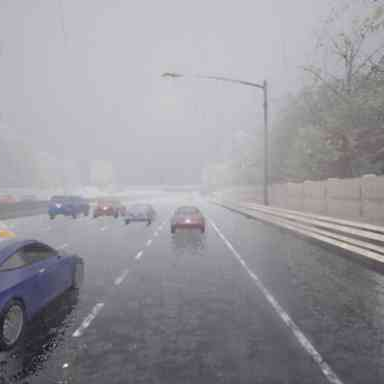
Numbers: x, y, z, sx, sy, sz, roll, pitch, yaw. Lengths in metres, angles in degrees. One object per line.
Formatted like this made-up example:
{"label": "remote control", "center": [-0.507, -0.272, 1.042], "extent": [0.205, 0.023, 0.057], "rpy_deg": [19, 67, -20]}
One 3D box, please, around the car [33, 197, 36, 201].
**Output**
{"label": "car", "center": [-25.225, 1.756, 58.077], "extent": [1.895, 1.301, 4.718], "rpy_deg": [0, 0, 0]}

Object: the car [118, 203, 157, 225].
{"label": "car", "center": [-3.701, 1.576, 24.437], "extent": [2.033, 1.411, 5.357], "rpy_deg": [0, 0, -1]}

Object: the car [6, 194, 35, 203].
{"label": "car", "center": [-28.701, 1.388, 56.794], "extent": [2.150, 2.045, 5.566], "rpy_deg": [0, 0, 0]}

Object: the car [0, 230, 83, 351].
{"label": "car", "center": [-3.481, 1.541, 6.066], "extent": [1.812, 1.442, 4.674], "rpy_deg": [0, 0, -1]}

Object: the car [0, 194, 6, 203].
{"label": "car", "center": [-32.193, 1.394, 56.240], "extent": [2.150, 2.045, 5.566], "rpy_deg": [0, 0, 0]}

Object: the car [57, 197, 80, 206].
{"label": "car", "center": [-21.736, 1.638, 58.688], "extent": [2.128, 1.511, 4.902], "rpy_deg": [0, 0, 0]}

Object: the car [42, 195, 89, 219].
{"label": "car", "center": [-10.763, 1.278, 29.466], "extent": [2.150, 2.045, 5.566], "rpy_deg": [0, 0, -1]}

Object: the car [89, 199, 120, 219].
{"label": "car", "center": [-7.266, 1.397, 29.774], "extent": [2.097, 1.767, 4.553], "rpy_deg": [0, 0, -1]}

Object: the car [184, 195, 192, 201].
{"label": "car", "center": [-1.146, 1.558, 94.983], "extent": [2.097, 1.767, 4.553], "rpy_deg": [0, 0, -1]}

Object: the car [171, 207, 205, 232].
{"label": "car", "center": [-0.251, 1.578, 20.306], "extent": [1.994, 1.385, 4.181], "rpy_deg": [0, 0, -1]}
